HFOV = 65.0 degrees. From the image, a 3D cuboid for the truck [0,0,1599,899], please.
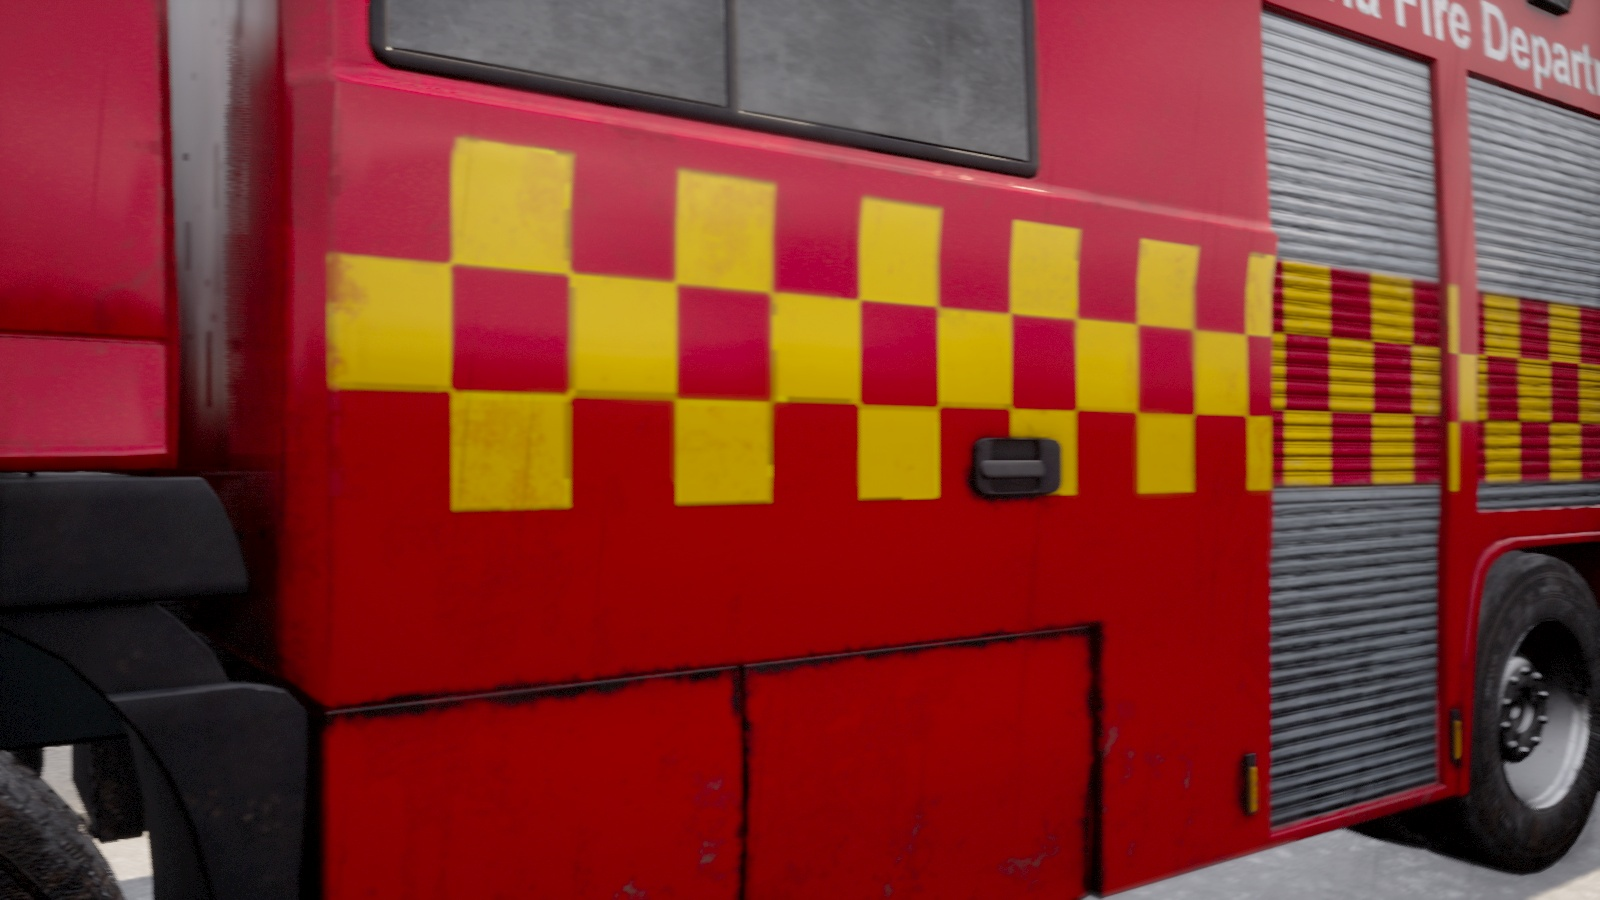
[{"bbox_3d":[-0.452,-0.409,3.960,8.468,3.827,2.891,0,0,-35],"label":"truck"}]
